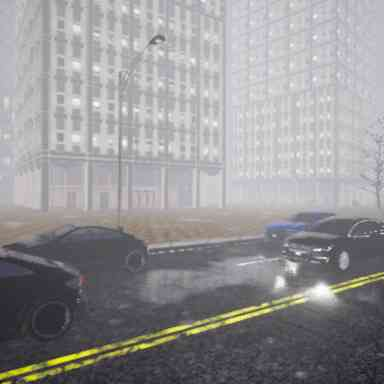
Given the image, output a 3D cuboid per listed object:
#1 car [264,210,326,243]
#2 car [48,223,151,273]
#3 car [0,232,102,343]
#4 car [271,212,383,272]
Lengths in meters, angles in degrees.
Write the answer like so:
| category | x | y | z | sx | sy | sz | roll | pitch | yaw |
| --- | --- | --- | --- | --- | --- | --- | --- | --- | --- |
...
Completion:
| category | x | y | z | sx | sy | sz | roll | pitch | yaw |
| --- | --- | --- | --- | --- | --- | --- | --- | --- | --- |
| car | 5.554 | 1.620 | 15.651 | 5.008 | 1.535 | 1.882 | 1 | 0 | -36 |
| car | -3.268 | 1.588 | 9.334 | 4.181 | 1.385 | 1.994 | 1 | 0 | -35 |
| car | -3.788 | 1.558 | 4.975 | 4.181 | 1.385 | 1.994 | 1 | 0 | -35 |
| car | 5.144 | 1.619 | 11.357 | 4.892 | 1.490 | 1.837 | 1 | -1 | -36 |
